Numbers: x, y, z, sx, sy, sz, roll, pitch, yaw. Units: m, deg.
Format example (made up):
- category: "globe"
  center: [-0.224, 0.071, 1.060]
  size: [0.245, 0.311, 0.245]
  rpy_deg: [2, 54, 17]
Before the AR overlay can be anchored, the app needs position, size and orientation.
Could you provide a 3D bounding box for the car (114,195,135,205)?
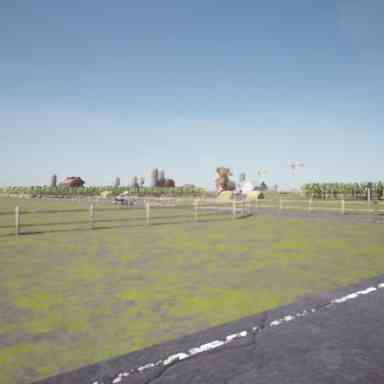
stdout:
- category: "car"
  center: [-11.191, 1.292, 55.190]
  size: [2.128, 1.511, 4.902]
  rpy_deg: [1, -1, -40]
